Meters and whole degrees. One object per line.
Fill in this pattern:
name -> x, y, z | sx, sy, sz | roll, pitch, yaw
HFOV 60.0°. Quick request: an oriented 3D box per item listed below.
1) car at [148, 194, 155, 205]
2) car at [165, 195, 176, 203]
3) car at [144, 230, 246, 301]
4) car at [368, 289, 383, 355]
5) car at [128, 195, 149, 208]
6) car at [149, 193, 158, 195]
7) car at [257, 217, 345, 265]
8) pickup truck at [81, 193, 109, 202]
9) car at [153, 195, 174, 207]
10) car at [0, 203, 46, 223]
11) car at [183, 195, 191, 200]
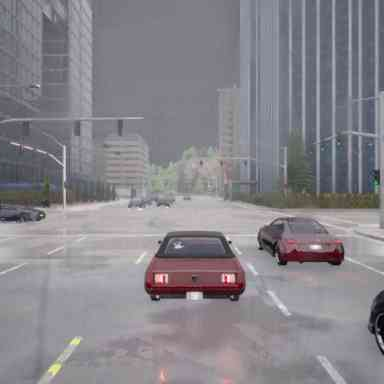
car -> -7.914, 1.501, 56.697 | 1.837, 1.490, 4.892 | 0, 0, -1
car -> -4.556, 1.520, 71.826 | 2.128, 1.511, 4.902 | 0, 0, -1
car -> 0.070, 1.600, 8.268 | 1.895, 1.301, 4.718 | 0, 0, 0
car -> 3.608, 1.564, 3.216 | 1.994, 1.385, 4.181 | 0, 0, -1
car -> -7.796, 1.522, 47.443 | 1.812, 1.442, 4.674 | 0, 0, 1
car -> -8.008, 1.218, 67.935 | 2.150, 2.045, 5.566 | 0, 0, -1
car -> 3.576, 1.563, 11.627 | 1.994, 1.385, 4.181 | 0, 0, 0
pickup truck -> -21.201, 1.053, 73.315 | 2.390, 2.098, 6.274 | 0, 0, 30
car -> -4.353, 1.544, 51.544 | 2.033, 1.411, 5.357 | 0, 0, -1
car -> -13.146, 1.563, 24.651 | 4.181, 1.385, 1.994 | 0, 0, 0
car -> -1.300, 1.546, 88.541 | 1.994, 1.385, 4.181 | 0, 0, -1
